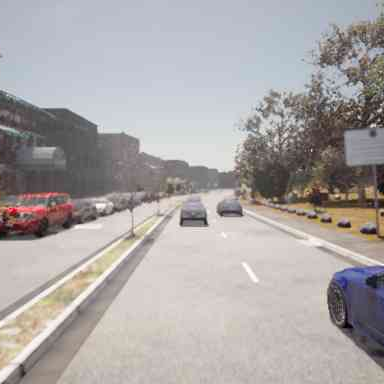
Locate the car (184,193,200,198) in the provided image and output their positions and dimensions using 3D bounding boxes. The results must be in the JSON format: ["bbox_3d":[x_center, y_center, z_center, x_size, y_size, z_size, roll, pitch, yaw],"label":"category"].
[{"bbox_3d":[0.332,1.166,41.821,2.033,1.411,5.357,0,1,2],"label":"car"}]

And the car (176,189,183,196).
[{"bbox_3d":[-4.779,0.385,95.043,2.231,1.521,4.892,0,1,9],"label":"car"}]

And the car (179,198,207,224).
[{"bbox_3d":[0.099,1.355,22.955,2.033,1.411,5.357,0,1,0],"label":"car"}]

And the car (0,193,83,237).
[{"bbox_3d":[-8.026,1.088,17.450,2.435,2.045,5.566,0,1,0],"label":"car"}]

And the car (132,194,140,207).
[{"bbox_3d":[-7.902,1.154,39.668,2.002,1.452,4.674,0,1,0],"label":"car"}]

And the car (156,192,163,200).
[{"bbox_3d":[-7.567,0.822,65.804,2.163,1.488,4.792,0,1,3],"label":"car"}]

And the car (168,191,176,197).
[{"bbox_3d":[-6.195,0.540,83.808,1.946,1.575,5.366,0,1,7],"label":"car"}]

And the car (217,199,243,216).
[{"bbox_3d":[3.268,1.310,29.444,1.994,1.385,4.181,0,1,0],"label":"car"}]

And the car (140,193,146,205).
[{"bbox_3d":[-7.871,1.051,45.218,2.231,1.521,4.892,0,1,0],"label":"car"}]

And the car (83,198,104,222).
[{"bbox_3d":[-7.995,1.318,22.997,2.163,1.488,4.792,0,1,0],"label":"car"}]

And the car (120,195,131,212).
[{"bbox_3d":[-7.932,1.204,34.091,2.163,1.488,4.792,0,1,0],"label":"car"}]

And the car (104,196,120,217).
[{"bbox_3d":[-7.965,1.272,28.576,2.002,1.452,4.674,0,1,0],"label":"car"}]

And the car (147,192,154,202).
[{"bbox_3d":[-7.809,0.918,56.210,2.097,1.535,5.008,0,1,1],"label":"car"}]

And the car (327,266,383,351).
[{"bbox_3d":[3.251,1.495,3.860,1.812,1.442,4.674,0,0,0],"label":"car"}]
